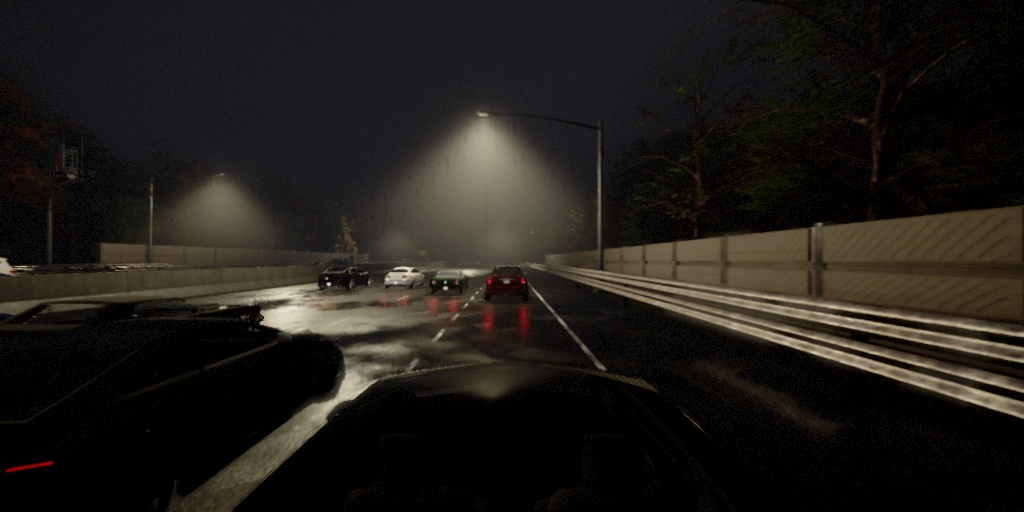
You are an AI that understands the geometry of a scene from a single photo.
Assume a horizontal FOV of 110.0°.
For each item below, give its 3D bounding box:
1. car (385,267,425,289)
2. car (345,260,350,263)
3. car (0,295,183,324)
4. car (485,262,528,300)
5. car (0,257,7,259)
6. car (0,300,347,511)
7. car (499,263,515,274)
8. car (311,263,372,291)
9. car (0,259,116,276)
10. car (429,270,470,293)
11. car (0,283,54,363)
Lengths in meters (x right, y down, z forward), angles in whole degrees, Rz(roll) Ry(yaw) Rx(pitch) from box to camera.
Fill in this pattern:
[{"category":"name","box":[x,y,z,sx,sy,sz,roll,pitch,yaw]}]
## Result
[{"category":"car","box":[-7.270,1.460,24.594,1.812,1.442,4.674,0,-1,-1]},{"category":"car","box":[-25.339,1.834,59.538,1.895,1.301,4.718,0,-1,-1]},{"category":"car","box":[-7.013,1.373,6.706,1.895,1.301,4.718,0,-1,-1]},{"category":"car","box":[-0.278,1.258,18.945,2.097,1.767,4.553,0,-1,-1]},{"category":"car","box":[-28.355,1.021,17.352,2.150,2.045,5.566,0,-1,-1]},{"category":"car","box":[-3.469,1.321,3.747,1.994,1.385,4.181,0,-1,-1]},{"category":"car","box":[-0.724,1.719,51.648,2.128,1.511,4.902,0,-1,-1]},{"category":"car","box":[-10.738,1.417,23.378,1.837,1.490,4.892,0,-1,-1]},{"category":"car","box":[-21.348,1.168,16.897,2.097,1.767,4.553,0,-1,-1]},{"category":"car","box":[-3.720,1.525,22.158,1.895,1.301,4.718,0,-1,-1]},{"category":"car","box":[-10.493,1.272,5.169,1.812,1.442,4.674,0,-1,-1]}]
